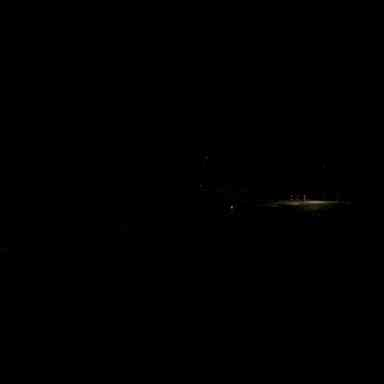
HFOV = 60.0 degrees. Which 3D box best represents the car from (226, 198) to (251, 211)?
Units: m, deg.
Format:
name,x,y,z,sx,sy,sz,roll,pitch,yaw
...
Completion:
name,x,y,z,sx,sy,sz,roll,pitch,yaw
car,5.696,1.470,40.317,1.837,1.490,4.892,1,0,27
